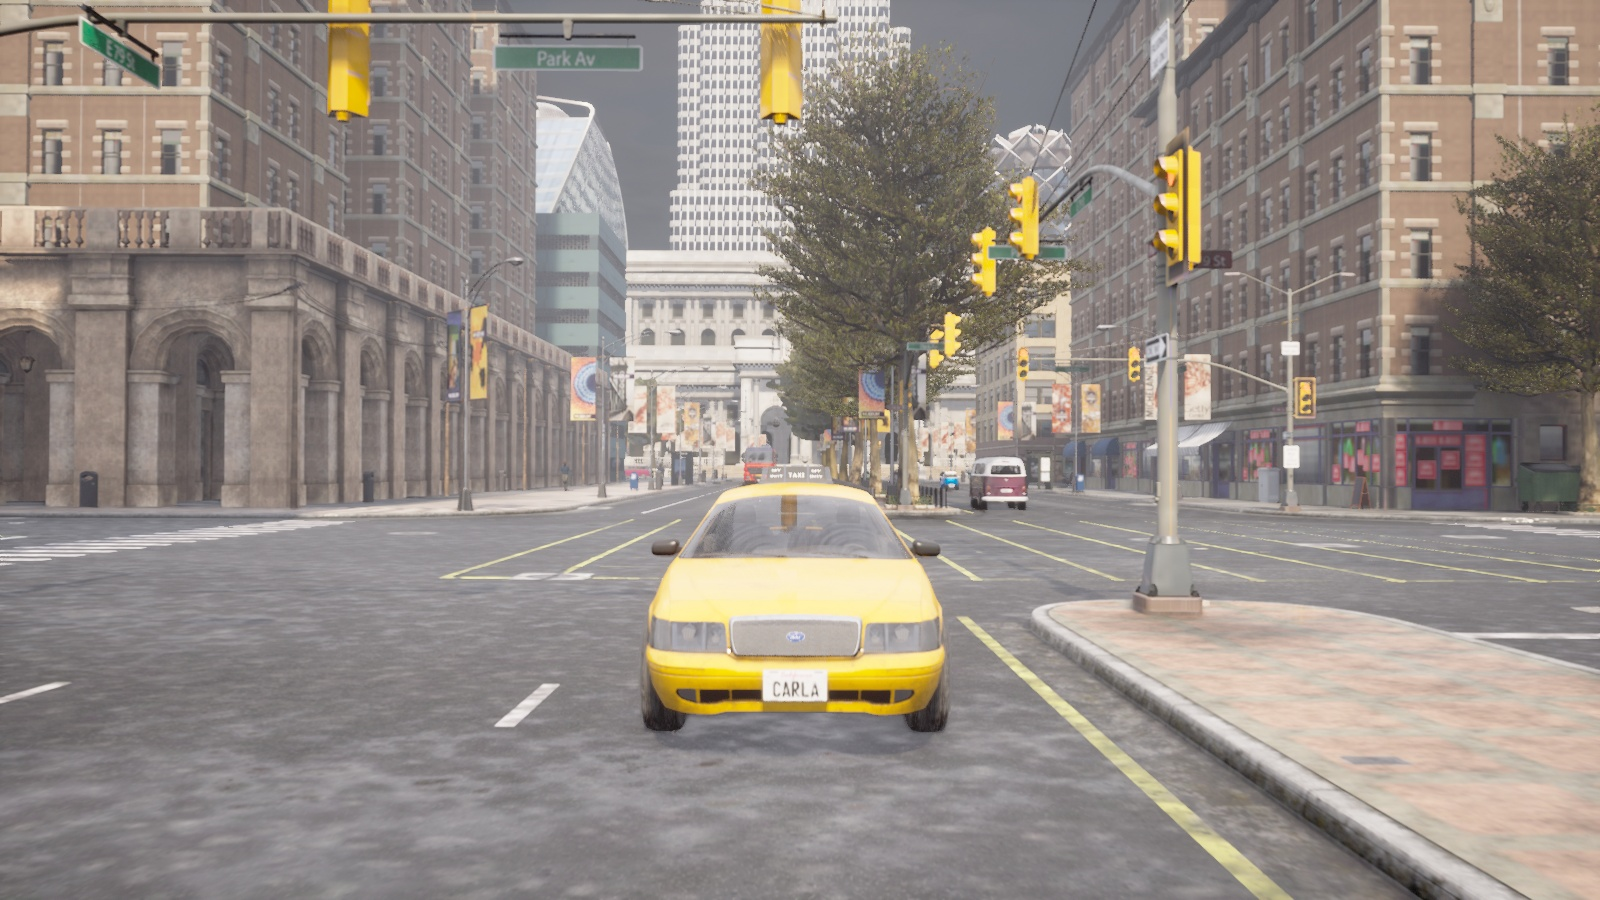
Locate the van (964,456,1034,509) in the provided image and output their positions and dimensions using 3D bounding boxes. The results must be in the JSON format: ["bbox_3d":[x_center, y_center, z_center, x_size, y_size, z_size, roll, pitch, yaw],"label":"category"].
[{"bbox_3d":[7.878,1.248,50.152,2.069,2.038,4.480,0,0,0],"label":"van"}]

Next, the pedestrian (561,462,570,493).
[{"bbox_3d":[-13.749,1.610,73.645,0.370,1.835,0.726,0,-1,0],"label":"pedestrian"}]

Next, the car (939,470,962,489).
[{"bbox_3d":[11.195,2.202,93.590,1.481,1.376,2.207,0,0,1],"label":"car"}]

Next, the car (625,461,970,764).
[{"bbox_3d":[-0.023,0.887,9.259,1.801,1.575,5.366,0,-1,0],"label":"car"}]
